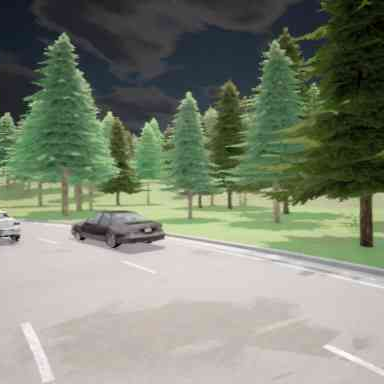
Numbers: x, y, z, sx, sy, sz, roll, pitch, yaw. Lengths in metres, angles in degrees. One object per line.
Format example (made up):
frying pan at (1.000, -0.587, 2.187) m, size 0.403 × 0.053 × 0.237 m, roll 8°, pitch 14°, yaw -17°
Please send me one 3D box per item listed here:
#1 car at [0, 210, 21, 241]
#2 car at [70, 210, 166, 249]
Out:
car at (-9.586, 1.535, 15.452) m, size 4.674 × 1.442 × 1.812 m, roll 0°, pitch 0°, yaw 41°
car at (-3.400, 1.503, 14.471) m, size 2.033 × 1.411 × 5.357 m, roll -1°, pitch 0°, yaw -43°
